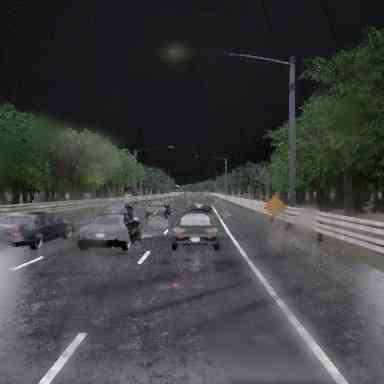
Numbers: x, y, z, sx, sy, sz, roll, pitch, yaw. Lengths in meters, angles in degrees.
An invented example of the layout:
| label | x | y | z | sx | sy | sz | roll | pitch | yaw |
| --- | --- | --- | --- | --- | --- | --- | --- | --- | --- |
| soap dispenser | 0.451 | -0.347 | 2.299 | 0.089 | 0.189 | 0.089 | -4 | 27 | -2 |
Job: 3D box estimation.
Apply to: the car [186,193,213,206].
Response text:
| label | x | y | z | sx | sy | sz | roll | pitch | yaw |
| --- | --- | --- | --- | --- | --- | --- | --- | --- | --- |
| car | 0.651 | 1.249 | 29.069 | 2.150 | 2.045 | 5.566 | 0 | 0 | 2 |

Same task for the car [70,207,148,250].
| label | x | y | z | sx | sy | sz | roll | pitch | yaw |
| --- | --- | --- | --- | --- | --- | --- | --- | --- | --- |
| car | -3.332 | 1.570 | 14.239 | 1.994 | 1.385 | 4.181 | 0 | 0 | 1 |

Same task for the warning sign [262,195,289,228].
| label | x | y | z | sx | sy | sz | roll | pitch | yaw |
| --- | --- | --- | --- | --- | --- | --- | --- | --- | --- |
| warning sign | 4.868 | 1.112 | 19.473 | 1.300 | 1.860 | 1.060 | 0 | 0 | 2 |

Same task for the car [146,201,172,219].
| label | x | y | z | sx | sy | sz | roll | pitch | yaw |
| --- | --- | --- | --- | --- | --- | --- | --- | --- | --- |
| car | -2.848 | 1.486 | 29.164 | 2.128 | 1.511 | 4.902 | 0 | 0 | 2 |

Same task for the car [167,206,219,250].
| label | x | y | z | sx | sy | sz | roll | pitch | yaw |
| --- | --- | --- | --- | --- | --- | --- | --- | --- | --- |
| car | 0.168 | 1.531 | 14.158 | 1.812 | 1.442 | 4.674 | 0 | 0 | 1 |

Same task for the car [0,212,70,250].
| label | x | y | z | sx | sy | sz | roll | pitch | yaw |
| --- | --- | --- | --- | --- | --- | --- | --- | --- | --- |
| car | -6.831 | 1.561 | 14.320 | 2.033 | 1.411 | 5.357 | 0 | 0 | 1 |

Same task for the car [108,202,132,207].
| label | x | y | z | sx | sy | sz | roll | pitch | yaw |
| --- | --- | --- | --- | --- | --- | --- | --- | --- | --- |
| car | -6.346 | 1.563 | 29.289 | 1.994 | 1.385 | 4.181 | 0 | 0 | 2 |
